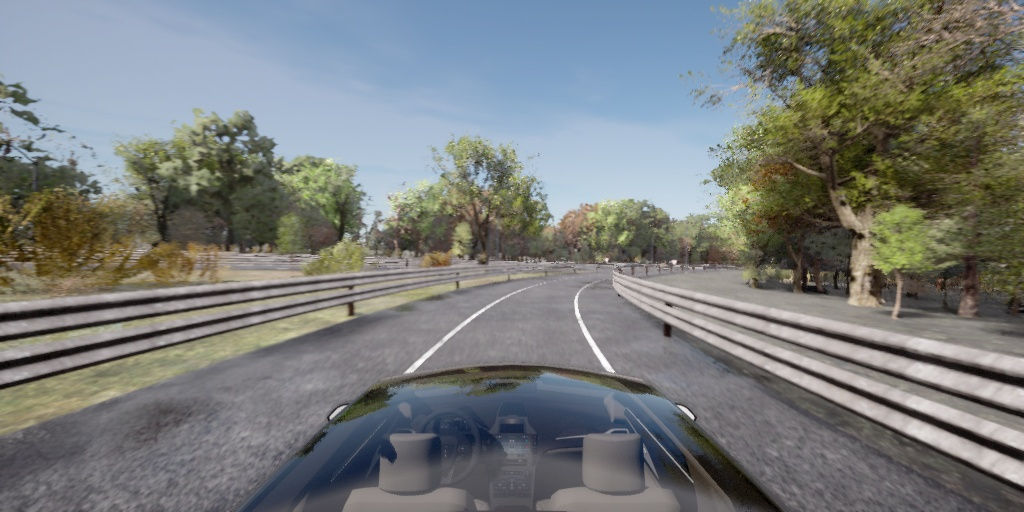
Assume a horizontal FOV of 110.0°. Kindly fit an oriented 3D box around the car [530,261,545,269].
[{"bbox_3d":[5.089,1.702,65.184,5.357,1.411,2.033,2,0,-38],"label":"car"}]

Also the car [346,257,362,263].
[{"bbox_3d":[-22.754,0.670,52.013,4.902,1.511,2.128,2,0,-38],"label":"car"}]

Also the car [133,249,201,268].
[{"bbox_3d":[-33.331,0.320,34.681,4.674,1.442,1.812,2,0,-38],"label":"car"}]

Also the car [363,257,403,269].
[{"bbox_3d":[-16.835,0.916,47.778,4.674,1.442,1.812,2,0,-38],"label":"car"}]
